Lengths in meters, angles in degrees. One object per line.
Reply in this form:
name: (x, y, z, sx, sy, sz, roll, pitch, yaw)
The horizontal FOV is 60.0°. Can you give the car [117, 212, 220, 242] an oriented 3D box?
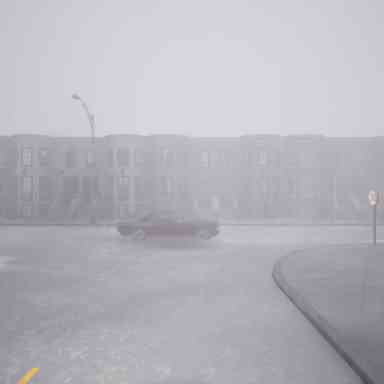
car: (-1.035, 1.601, 15.870, 4.718, 1.301, 1.895, 0, 0, 0)
